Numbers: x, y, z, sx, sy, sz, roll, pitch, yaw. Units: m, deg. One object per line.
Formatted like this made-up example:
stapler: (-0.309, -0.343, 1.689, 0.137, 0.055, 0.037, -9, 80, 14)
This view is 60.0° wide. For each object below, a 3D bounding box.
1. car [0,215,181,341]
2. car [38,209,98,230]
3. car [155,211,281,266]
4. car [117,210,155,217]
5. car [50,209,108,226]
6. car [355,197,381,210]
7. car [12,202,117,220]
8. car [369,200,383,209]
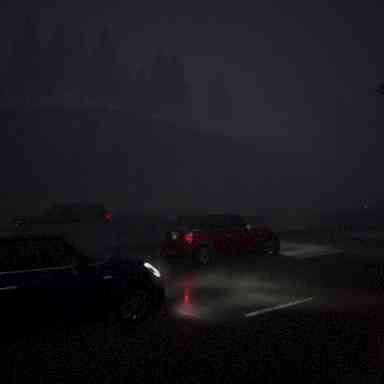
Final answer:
car: (-2.751, 1.492, 6.004, 4.553, 1.767, 2.097, 0, -1, -32)
car: (-9.871, 2.139, 26.498, 4.181, 1.385, 1.994, 0, -1, -32)
car: (1.202, 1.572, 12.596, 4.553, 1.767, 2.097, 0, -1, -32)
car: (-4.852, 2.057, 25.540, 5.357, 1.411, 2.033, 0, -1, -32)
car: (-10.260, 2.249, 30.396, 4.718, 1.301, 1.895, 0, -1, -32)
car: (29.644, 1.940, 55.647, 5.566, 2.045, 2.150, 0, -1, -32)
car: (-7.623, 1.654, 19.643, 5.566, 2.045, 2.150, 0, -1, -32)
car: (30.213, 2.247, 51.868, 4.718, 1.301, 1.895, 0, -1, -32)
